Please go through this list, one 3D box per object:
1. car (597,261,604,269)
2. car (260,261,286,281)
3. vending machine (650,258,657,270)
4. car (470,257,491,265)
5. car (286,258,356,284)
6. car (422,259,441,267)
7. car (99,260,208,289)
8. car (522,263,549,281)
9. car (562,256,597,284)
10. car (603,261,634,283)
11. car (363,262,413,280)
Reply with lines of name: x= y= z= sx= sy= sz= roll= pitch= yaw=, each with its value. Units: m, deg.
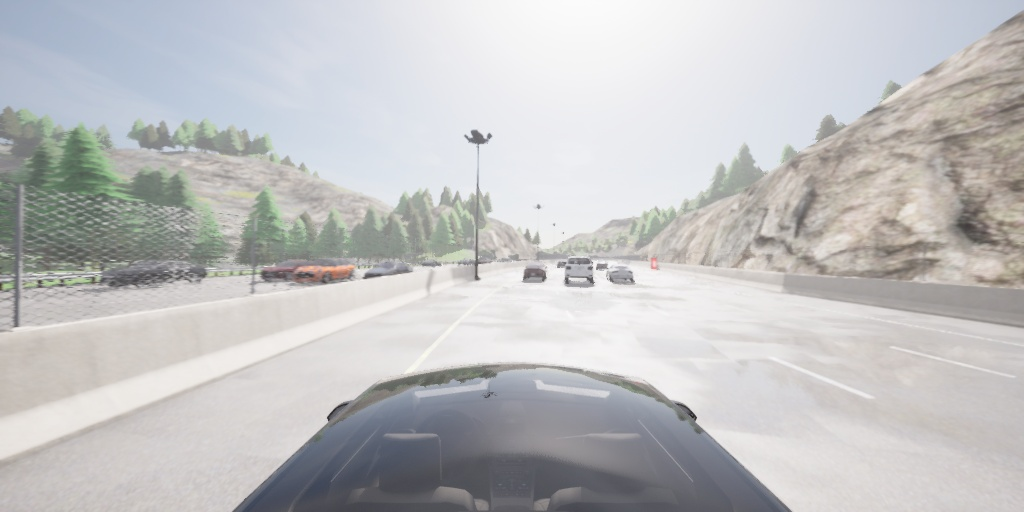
car: x=15.004 y=1.500 z=59.686 sx=2.033 sy=1.411 sz=5.357 roll=1 pitch=0 yaw=14
car: x=-16.151 y=1.021 z=26.630 sx=1.882 sy=1.535 sz=5.008 roll=1 pitch=0 yaw=7
vending machine: x=23.898 y=1.264 z=60.547 sx=1.100 sy=2.100 sz=0.880 roll=0 pitch=0 yaw=12
car: x=-5.369 y=1.048 z=64.780 sx=2.097 sy=1.767 sz=4.553 roll=1 pitch=0 yaw=13
car: x=-12.836 y=0.938 z=24.848 sx=2.097 sy=1.767 sz=4.553 roll=1 pitch=0 yaw=7
car: x=-13.518 y=1.142 z=60.327 sx=1.994 sy=1.385 sz=4.181 roll=1 pitch=0 yaw=13
car: x=-20.270 y=0.981 z=20.573 sx=2.128 sy=1.511 sz=4.902 roll=1 pitch=0 yaw=5
car: x=2.082 y=1.307 z=30.985 sx=1.812 sy=1.442 sz=4.674 roll=0 pitch=0 yaw=9
car: x=5.292 y=1.044 z=28.677 sx=2.150 sy=2.045 sz=5.566 roll=0 pitch=0 yaw=8
car: x=9.035 y=1.397 z=30.150 sx=1.812 sy=1.442 sz=4.674 roll=0 pitch=0 yaw=9
car: x=-9.077 y=1.183 z=27.102 sx=2.033 sy=1.411 sz=5.357 roll=1 pitch=0 yaw=7
